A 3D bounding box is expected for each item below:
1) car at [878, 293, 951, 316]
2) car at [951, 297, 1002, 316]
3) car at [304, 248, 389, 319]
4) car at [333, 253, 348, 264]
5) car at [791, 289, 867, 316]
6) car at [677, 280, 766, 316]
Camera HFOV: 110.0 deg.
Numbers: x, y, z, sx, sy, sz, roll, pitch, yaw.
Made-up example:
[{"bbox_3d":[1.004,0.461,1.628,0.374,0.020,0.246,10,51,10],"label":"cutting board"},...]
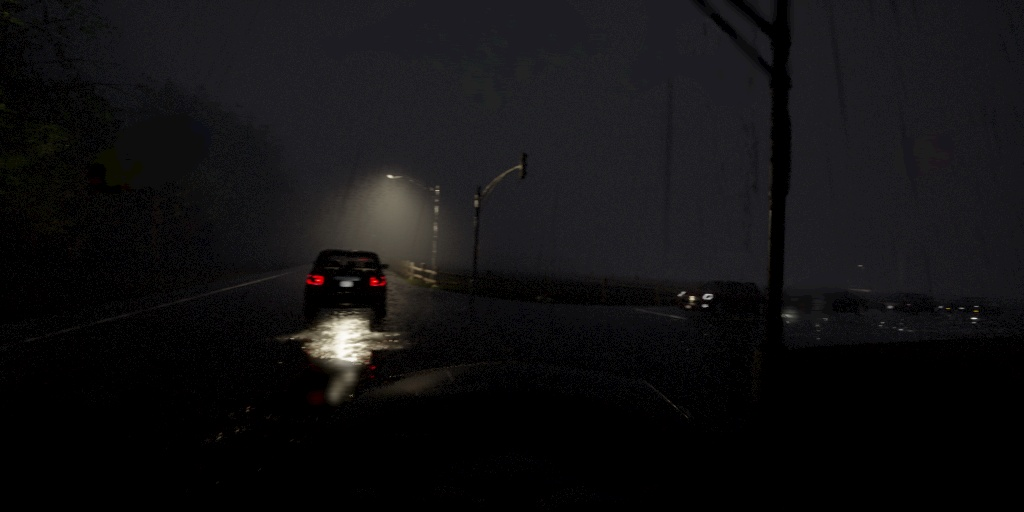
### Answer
[{"bbox_3d":[28.273,3.389,25.513,4.902,1.511,2.128,4,-2,-22],"label":"car"},{"bbox_3d":[37.494,4.080,29.136,4.181,1.385,1.994,4,-2,-22],"label":"car"},{"bbox_3d":[-5.422,0.808,12.090,2.150,2.045,5.566,3,0,-22],"label":"car"},{"bbox_3d":[-27.831,0.407,58.298,1.882,1.535,5.008,3,-1,-22],"label":"car"},{"bbox_3d":[19.479,2.786,22.034,5.008,1.535,1.882,4,-2,-21],"label":"car"},{"bbox_3d":[10.912,2.086,18.677,4.553,1.767,2.097,4,-2,-21],"label":"car"}]
